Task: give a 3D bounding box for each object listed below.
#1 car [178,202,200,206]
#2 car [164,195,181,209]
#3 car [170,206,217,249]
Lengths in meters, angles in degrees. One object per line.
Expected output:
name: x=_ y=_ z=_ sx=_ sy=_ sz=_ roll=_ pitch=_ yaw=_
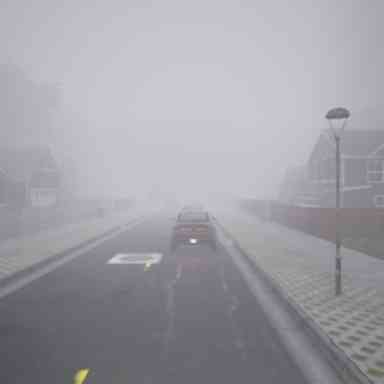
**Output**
car: x=0.052 y=1.758 z=28.556 sx=1.895 sy=1.301 sz=4.718 roll=0 pitch=0 yaw=0
car: x=-2.835 y=1.483 z=49.515 sx=2.150 sy=2.045 sz=5.566 roll=0 pitch=-1 yaw=0
car: x=0.064 y=1.590 z=14.897 sx=1.837 sy=1.490 sz=4.892 roll=0 pitch=0 yaw=0
